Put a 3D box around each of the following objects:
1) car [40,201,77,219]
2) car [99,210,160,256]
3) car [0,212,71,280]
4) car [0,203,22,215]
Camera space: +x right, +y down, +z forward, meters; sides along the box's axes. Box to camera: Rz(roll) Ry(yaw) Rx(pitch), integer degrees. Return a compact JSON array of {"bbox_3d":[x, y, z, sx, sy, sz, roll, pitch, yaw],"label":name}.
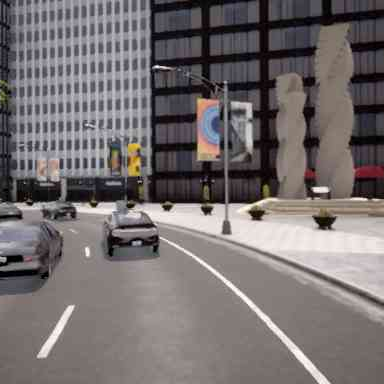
[{"bbox_3d":[-11.519,1.552,28.562,1.837,1.490,4.892,0,0,-41],"label":"car"},{"bbox_3d":[-2.592,1.492,13.386,2.128,1.511,4.902,0,0,-18],"label":"car"},{"bbox_3d":[-5.000,1.572,9.899,2.033,1.411,5.357,0,0,-16],"label":"car"},{"bbox_3d":[-15.989,1.645,28.183,1.994,1.385,4.181,0,0,-45],"label":"car"}]
